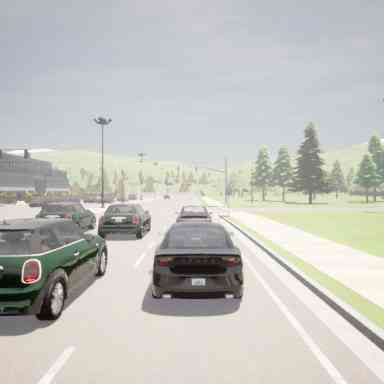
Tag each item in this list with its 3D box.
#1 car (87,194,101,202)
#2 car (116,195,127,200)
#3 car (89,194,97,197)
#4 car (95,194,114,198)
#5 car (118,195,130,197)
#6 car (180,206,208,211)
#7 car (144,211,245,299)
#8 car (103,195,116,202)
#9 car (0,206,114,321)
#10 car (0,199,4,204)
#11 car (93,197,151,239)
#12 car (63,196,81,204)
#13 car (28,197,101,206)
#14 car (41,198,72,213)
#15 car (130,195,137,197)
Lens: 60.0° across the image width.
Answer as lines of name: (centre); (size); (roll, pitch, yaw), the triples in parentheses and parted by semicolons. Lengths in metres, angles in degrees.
car: (-23.140, 1.355, 78.876); (2.097, 1.767, 4.553); (0, 0, 0)
car: (-19.615, 1.549, 92.789); (1.994, 1.385, 4.181); (0, 0, 0)
car: (-19.683, 1.563, 64.692); (1.994, 1.385, 4.181); (0, 0, 0)
car: (-16.202, 1.564, 62.082); (1.994, 1.385, 4.181); (0, 0, 0)
car: (-16.145, 1.524, 76.197); (1.812, 1.442, 4.674); (0, 0, 0)
car: (0.100, 1.491, 17.917); (2.128, 1.511, 4.902); (0, 0, 0)
car: (0.114, 1.478, 8.499); (1.882, 1.535, 5.008); (0, 0, 0)
car: (-19.640, 1.500, 79.324); (1.837, 1.490, 4.892); (0, 0, 0)
car: (-3.387, 1.352, 7.450); (2.097, 1.767, 4.553); (0, 0, 0)
car: (-31.142, 1.492, 50.055); (4.902, 1.511, 2.128); (0, 1, -12)
car: (-3.411, 1.352, 17.573); (2.097, 1.767, 4.553); (0, 0, 0)
car: (-23.217, 1.562, 64.432); (1.994, 1.385, 4.181); (0, 0, 2)
car: (-6.915, 1.352, 18.553); (2.097, 1.767, 4.553); (0, 0, 0)
car: (-15.624, 1.505, 38.689); (1.837, 1.490, 4.892); (0, 0, -2)
car: (-16.119, 1.500, 90.593); (1.837, 1.490, 4.892); (0, 0, 0)
